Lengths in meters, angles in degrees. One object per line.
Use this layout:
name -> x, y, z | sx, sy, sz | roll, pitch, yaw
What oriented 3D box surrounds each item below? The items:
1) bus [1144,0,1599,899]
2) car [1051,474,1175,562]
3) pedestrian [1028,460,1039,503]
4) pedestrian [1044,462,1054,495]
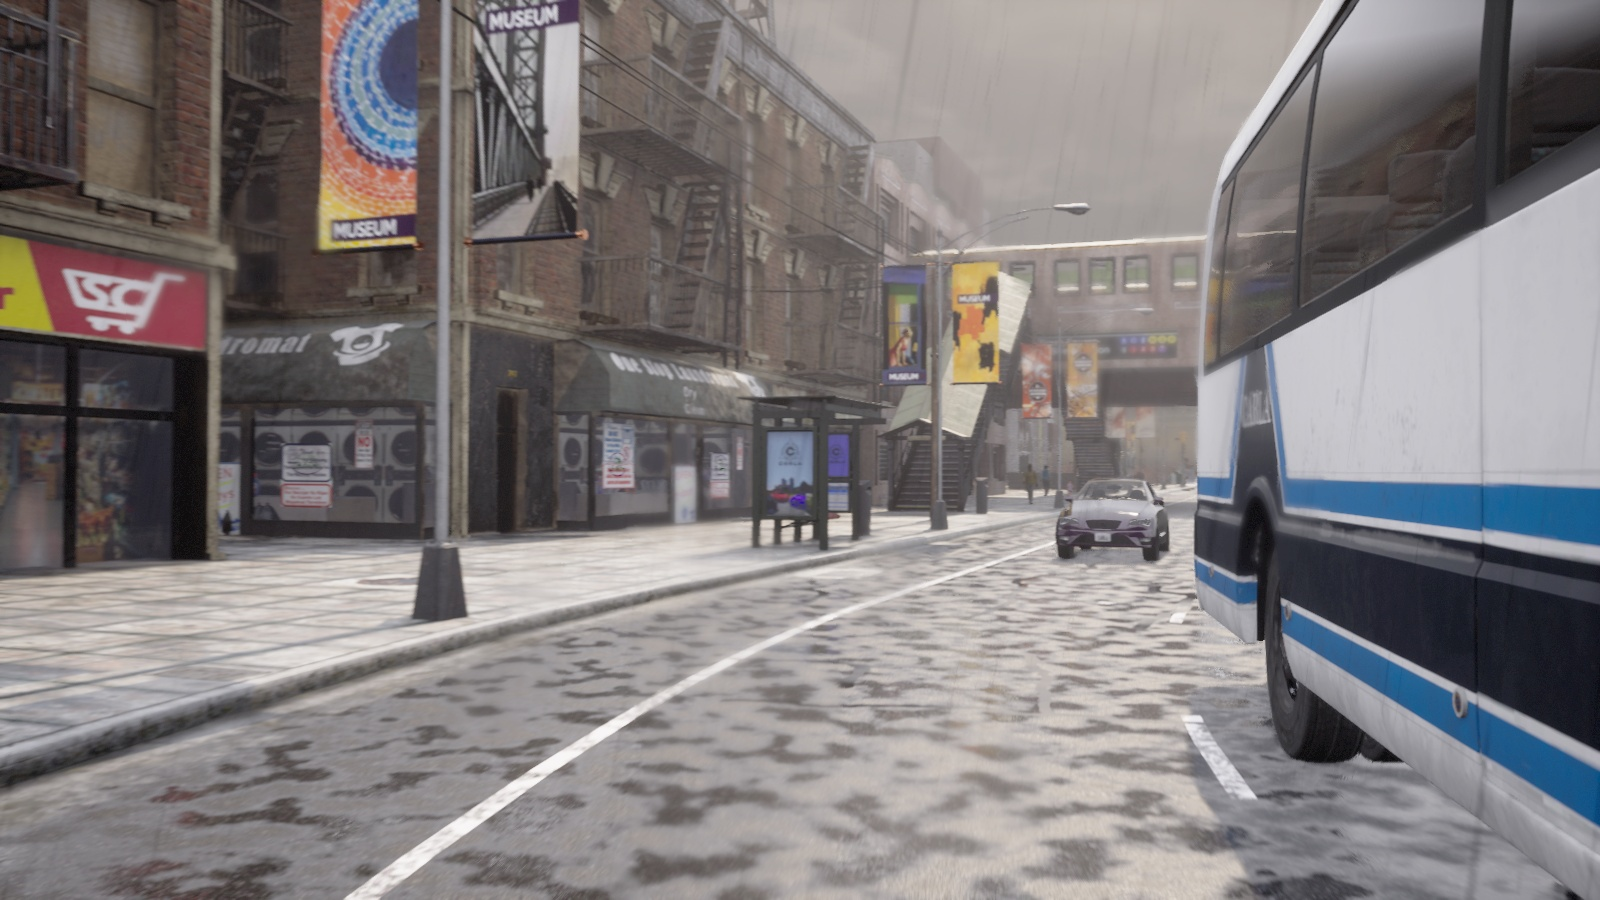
bus -> 3.663, -0.504, 4.088 | 3.944, 4.253, 10.273 | -1, -1, 10
car -> 6.000, 1.208, 23.730 | 1.816, 1.474, 4.193 | -1, -1, 20
pedestrian -> 10.042, 1.347, 54.032 | 0.431, 1.840, 0.709 | 0, -1, 14
pedestrian -> 14.305, 1.639, 72.211 | 0.396, 1.930, 0.692 | -1, -1, 28
